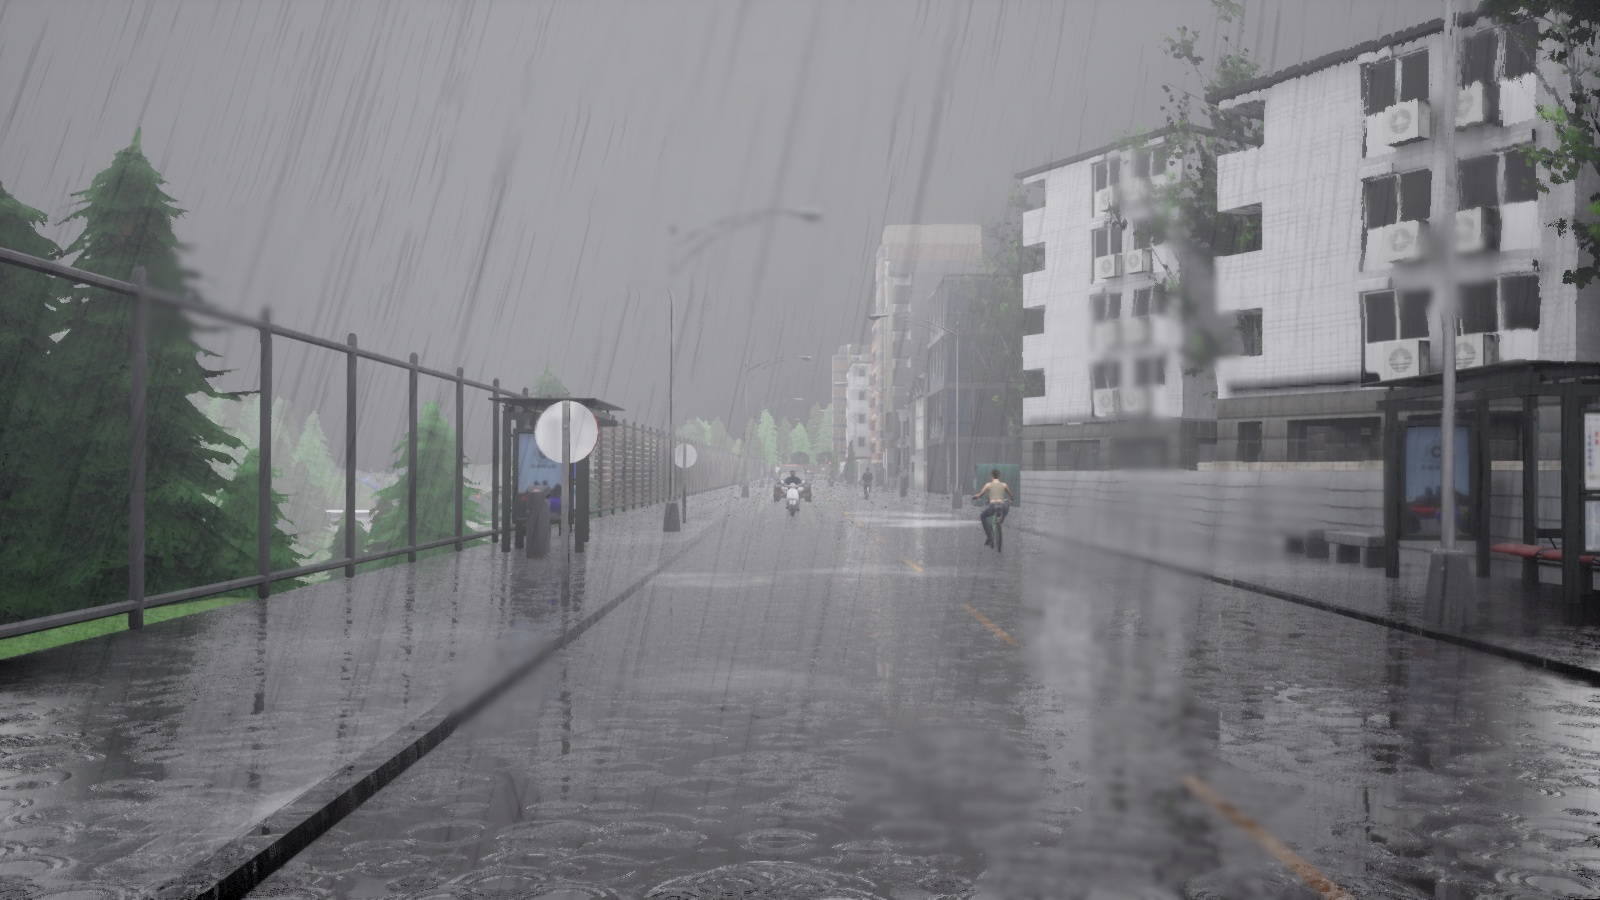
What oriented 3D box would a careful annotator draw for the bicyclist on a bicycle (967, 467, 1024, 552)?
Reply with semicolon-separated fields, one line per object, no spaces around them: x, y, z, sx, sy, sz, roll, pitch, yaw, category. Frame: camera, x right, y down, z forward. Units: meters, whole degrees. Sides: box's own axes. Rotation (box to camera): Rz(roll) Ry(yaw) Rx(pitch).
3.850;1.152;24.847;0.866;1.612;1.509;0;-1;0;bicyclist on a bicycle

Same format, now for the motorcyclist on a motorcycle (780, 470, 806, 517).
-0.243;1.502;43.784;0.866;1.590;1.817;0;-1;0;motorcyclist on a motorcycle

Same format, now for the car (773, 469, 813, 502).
-0.375;1.847;65.708;2.033;1.649;4.856;0;-1;0;car

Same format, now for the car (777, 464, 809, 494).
-0.500;1.987;86.650;2.150;2.045;5.566;0;-1;0;car
